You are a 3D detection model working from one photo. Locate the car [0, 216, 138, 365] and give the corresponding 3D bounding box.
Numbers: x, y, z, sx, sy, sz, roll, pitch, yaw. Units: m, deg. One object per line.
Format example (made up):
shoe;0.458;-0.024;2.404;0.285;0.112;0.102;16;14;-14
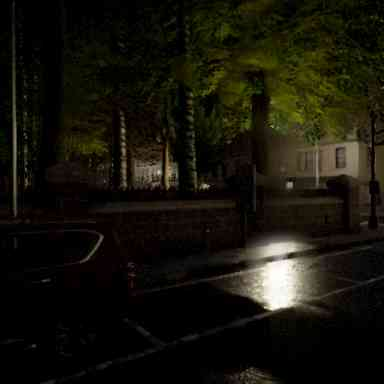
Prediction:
car;-3.143;1.316;4.292;5.009;1.841;2.192;0;0;-35
